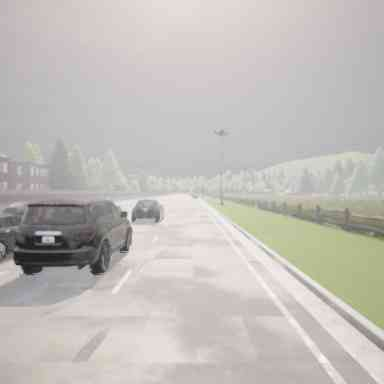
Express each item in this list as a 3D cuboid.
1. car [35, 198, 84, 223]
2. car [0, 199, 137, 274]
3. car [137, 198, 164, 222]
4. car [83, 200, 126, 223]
[{"bbox_3d":[-10.427,1.358,26.576,2.097,1.767,4.553,0,0,0],"label":"car"},{"bbox_3d":[-3.434,1.226,10.683,2.150,2.045,5.566,0,0,1],"label":"car"},{"bbox_3d":[-3.428,1.358,26.567,2.097,1.767,4.553,0,0,0],"label":"car"},{"bbox_3d":[-6.925,1.499,26.875,2.128,1.511,4.902,0,0,0],"label":"car"}]
